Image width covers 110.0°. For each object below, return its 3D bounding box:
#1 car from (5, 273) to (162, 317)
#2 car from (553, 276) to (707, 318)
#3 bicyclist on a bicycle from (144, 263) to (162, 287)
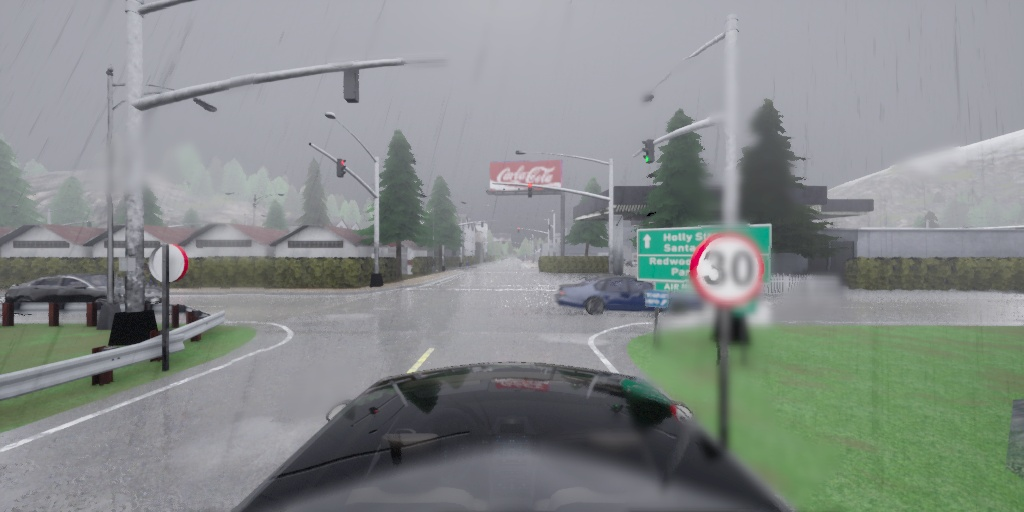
[{"bbox_3d":[-16.170,1.433,13.784,4.902,1.511,2.128,0,0,1],"label":"car"},{"bbox_3d":[4.277,1.458,13.511,5.357,1.411,2.033,1,0,1],"label":"car"},{"bbox_3d":[-21.672,1.244,21.339,0.582,1.620,1.656,0,0,1],"label":"bicyclist on a bicycle"}]
